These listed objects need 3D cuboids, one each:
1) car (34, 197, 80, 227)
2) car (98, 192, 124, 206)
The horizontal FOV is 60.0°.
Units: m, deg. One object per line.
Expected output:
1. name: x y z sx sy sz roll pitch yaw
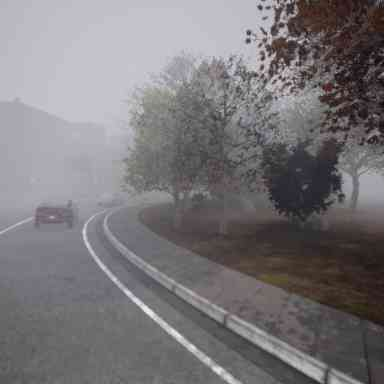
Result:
1. car: -7.552 1.046 18.945 1.882 1.535 5.008 3 1 -14
2. car: -9.101 0.779 37.550 1.812 1.442 4.674 2 1 5
